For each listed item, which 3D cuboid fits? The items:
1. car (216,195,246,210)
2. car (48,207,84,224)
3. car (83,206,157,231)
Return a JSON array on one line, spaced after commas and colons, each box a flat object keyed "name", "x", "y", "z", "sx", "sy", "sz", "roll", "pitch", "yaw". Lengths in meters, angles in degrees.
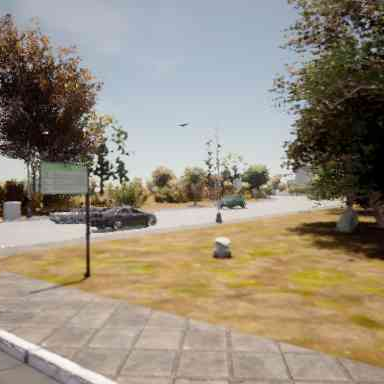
[{"name": "car", "x": 5.571, "y": 1.431, "z": 46.945, "sx": 2.150, "sy": 2.045, "sz": 5.566, "roll": -1, "pitch": 0, "yaw": 37}, {"name": "car", "x": -9.371, "y": 1.903, "z": 27.730, "sx": 1.895, "sy": 1.301, "sz": 4.718, "roll": -1, "pitch": 0, "yaw": 39}, {"name": "car", "x": -4.484, "y": 1.729, "z": 22.466, "sx": 1.837, "sy": 1.490, "sz": 4.892, "roll": -1, "pitch": -1, "yaw": 39}]
